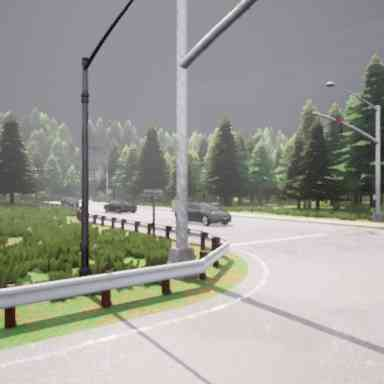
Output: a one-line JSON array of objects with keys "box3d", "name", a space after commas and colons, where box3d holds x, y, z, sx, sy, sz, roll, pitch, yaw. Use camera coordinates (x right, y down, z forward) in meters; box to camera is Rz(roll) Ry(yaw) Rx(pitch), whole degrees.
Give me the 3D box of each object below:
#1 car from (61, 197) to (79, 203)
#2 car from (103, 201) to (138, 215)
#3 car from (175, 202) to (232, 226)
[{"box3d": [-18.189, 1.511, 49.488, 1.837, 1.490, 4.892, 0, 0, -34], "name": "car"}, {"box3d": [-7.343, 1.563, 33.989, 1.895, 1.301, 4.718, 0, 0, -36], "name": "car"}, {"box3d": [0.686, 1.468, 23.088, 1.837, 1.490, 4.892, 0, 0, -36], "name": "car"}]
